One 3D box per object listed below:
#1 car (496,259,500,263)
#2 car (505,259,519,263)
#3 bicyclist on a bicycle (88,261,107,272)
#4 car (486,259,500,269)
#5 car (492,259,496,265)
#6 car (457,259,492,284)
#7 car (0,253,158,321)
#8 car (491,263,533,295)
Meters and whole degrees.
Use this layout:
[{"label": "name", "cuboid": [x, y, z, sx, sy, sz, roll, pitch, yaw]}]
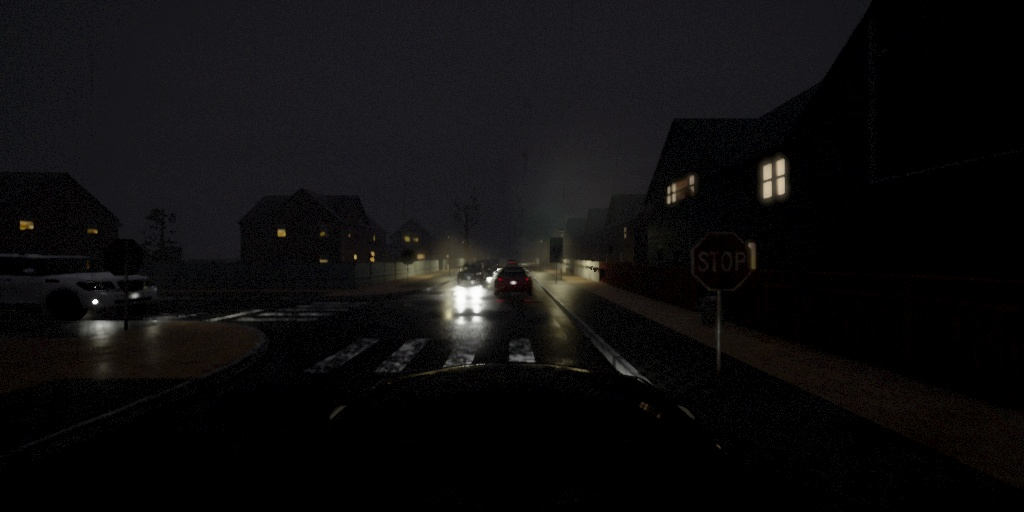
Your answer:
[{"label": "car", "cuboid": [-2.920, 1.208, 45.896, 1.812, 1.442, 4.674, 0, 0, 0]}, {"label": "car", "cuboid": [-0.006, 1.171, 59.295, 1.837, 1.490, 4.892, 0, 0, 0]}, {"label": "bicyclist on a bicycle", "cuboid": [-20.240, 1.067, 17.412, 0.582, 1.620, 1.656, 0, 0, -1]}, {"label": "car", "cuboid": [-2.896, 1.174, 56.257, 1.837, 1.490, 4.892, 0, 0, 0]}, {"label": "car", "cuboid": [-2.907, 1.174, 35.835, 1.882, 1.535, 5.008, 0, 0, 0]}, {"label": "car", "cuboid": [-2.894, 1.201, 26.517, 2.128, 1.511, 4.902, 0, 0, 0]}, {"label": "car", "cuboid": [-14.984, 0.936, 11.601, 5.566, 2.045, 2.150, 0, -1, -1]}, {"label": "car", "cuboid": [0.069, 1.284, 19.587, 1.994, 1.385, 4.181, 0, 0, 0]}]
